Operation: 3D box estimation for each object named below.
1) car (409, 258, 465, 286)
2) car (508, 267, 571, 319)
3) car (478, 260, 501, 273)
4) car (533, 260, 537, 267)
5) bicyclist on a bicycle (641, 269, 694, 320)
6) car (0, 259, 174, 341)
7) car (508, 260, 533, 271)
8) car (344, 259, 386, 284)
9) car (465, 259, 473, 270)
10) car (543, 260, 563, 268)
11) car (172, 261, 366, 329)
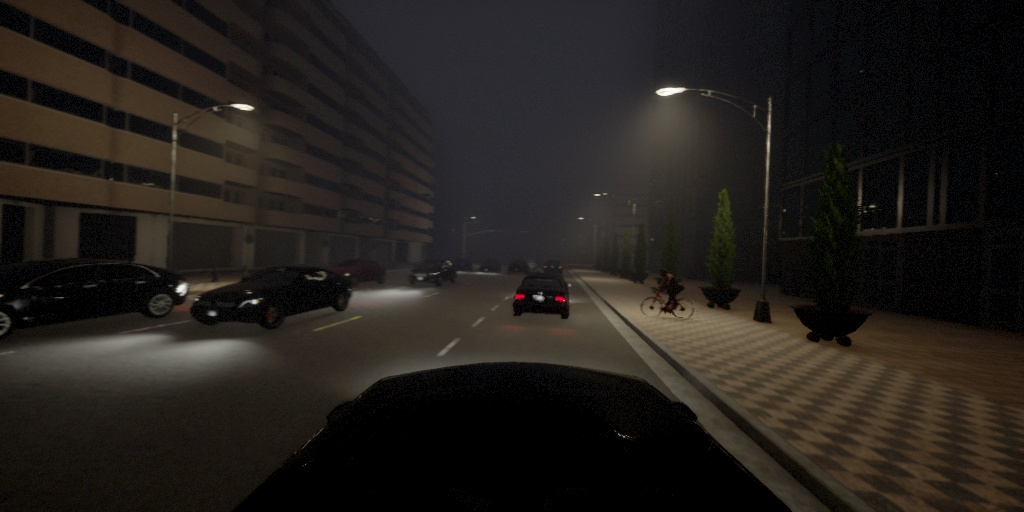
[{"bbox_3d":[-4.843,0.999,22.598,2.128,1.511,4.902,2,0,7],"label":"car"},{"bbox_3d":[1.167,1.321,13.196,2.033,1.411,5.357,2,0,8],"label":"car"},{"bbox_3d":[-2.417,1.115,41.086,2.033,1.411,5.357,2,0,7],"label":"car"},{"bbox_3d":[2.550,1.271,51.997,1.812,1.442,4.674,2,0,8],"label":"car"},{"bbox_3d":[5.013,1.234,11.546,1.656,1.620,0.582,2,0,7],"label":"bicyclist on a bicycle"},{"bbox_3d":[-10.130,0.831,8.015,1.837,1.490,4.892,2,0,6],"label":"car"},{"bbox_3d":[0.777,1.182,37.914,1.882,1.535,5.008,2,0,8],"label":"car"},{"bbox_3d":[-8.697,0.884,20.032,1.812,1.442,4.674,2,0,7],"label":"car"},{"bbox_3d":[-5.887,0.973,41.525,2.033,1.411,5.357,2,0,7],"label":"car"},{"bbox_3d":[4.511,1.203,39.462,2.097,1.767,4.553,2,0,8],"label":"car"},{"bbox_3d":[-6.363,1.000,10.235,1.812,1.442,4.674,2,0,6],"label":"car"}]
